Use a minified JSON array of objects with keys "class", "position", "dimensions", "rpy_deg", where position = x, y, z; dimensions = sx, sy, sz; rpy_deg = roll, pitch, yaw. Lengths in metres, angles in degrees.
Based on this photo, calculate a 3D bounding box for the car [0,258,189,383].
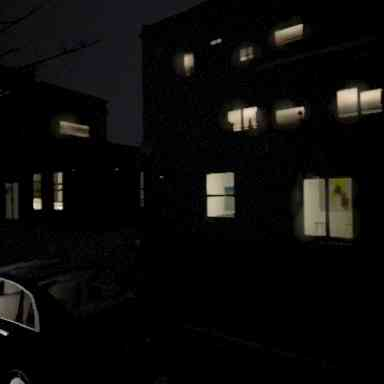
[{"class":"car","position":[-2.085,1.572,4.371],"dimensions":[4.403,1.369,2.008],"rpy_deg":[0,-1,35]}]
